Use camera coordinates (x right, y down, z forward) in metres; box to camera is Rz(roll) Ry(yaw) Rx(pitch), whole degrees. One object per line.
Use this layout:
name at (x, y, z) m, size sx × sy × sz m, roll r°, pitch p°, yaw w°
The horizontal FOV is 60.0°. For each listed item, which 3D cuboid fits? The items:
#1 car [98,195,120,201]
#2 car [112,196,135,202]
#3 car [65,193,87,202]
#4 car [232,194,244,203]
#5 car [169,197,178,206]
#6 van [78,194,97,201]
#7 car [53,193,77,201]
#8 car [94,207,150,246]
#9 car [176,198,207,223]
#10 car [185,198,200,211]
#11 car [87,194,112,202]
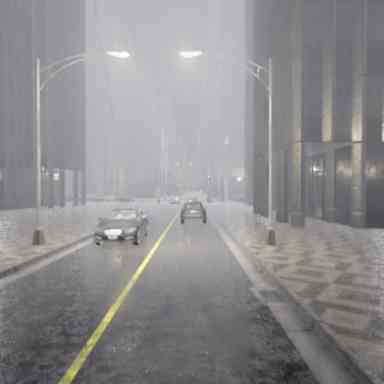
car at (-20.598, 1.514, 82.583) m, size 4.829 × 1.417 × 1.752 m, roll 0°, pitch 1°, yaw 0°
car at (-14.893, 1.674, 74.072) m, size 4.507 × 1.381 × 1.887 m, roll 0°, pitch 1°, yaw 0°
car at (-25.943, 1.398, 74.039) m, size 5.009 × 1.841 × 2.192 m, roll 0°, pitch 1°, yaw 0°
car at (12.149, 1.571, 74.141) m, size 5.009 × 1.841 × 2.192 m, roll 0°, pitch 0°, yaw 0°
car at (-2.982, 1.668, 58.362) m, size 2.033 × 1.411 × 5.357 m, roll 0°, pitch 0°, yaw 0°
van at (-25.952, 1.308, 82.568) m, size 3.998 × 1.788 × 1.690 m, roll 0°, pitch 1°, yaw 0°
car at (-31.477, 1.259, 82.554) m, size 5.009 × 1.841 × 2.192 m, roll 0°, pitch 1°, yaw 0°
car at (-3.093, 1.495, 15.421) m, size 2.128 × 1.511 × 4.902 m, roll 0°, pitch 0°, yaw 0°
car at (0.107, 1.440, 25.630) m, size 2.033 × 1.649 × 4.856 m, roll 0°, pitch 0°, yaw 0°
car at (0.080, 1.538, 43.409) m, size 1.837 × 1.490 × 4.892 m, roll 0°, pitch 0°, yaw 0°
car at (-20.418, 1.657, 74.057) m, size 4.403 × 1.369 × 2.008 m, roll 0°, pitch 1°, yaw 0°
